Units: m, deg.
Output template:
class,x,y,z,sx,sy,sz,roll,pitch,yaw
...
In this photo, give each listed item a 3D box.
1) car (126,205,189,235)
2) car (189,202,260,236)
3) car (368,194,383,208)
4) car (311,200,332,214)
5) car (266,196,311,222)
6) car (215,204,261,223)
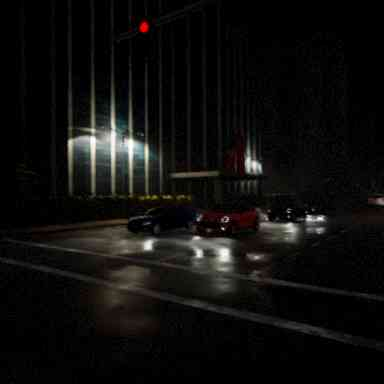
class,x,y,z,sx,sy,sz,roll,pitch,yaw
car,-1.696,1.578,19.796,1.882,1.535,5.008,-1,0,35
car,2.138,1.425,19.171,2.097,1.767,4.553,-1,0,35
car,27.127,1.269,48.511,2.150,2.045,5.566,-1,0,35
car,13.682,1.566,35.678,2.128,1.511,4.902,-1,0,35
car,7.834,1.426,27.327,2.097,1.767,4.553,-1,0,35
car,3.974,1.702,27.915,1.895,1.301,4.718,-1,0,35
